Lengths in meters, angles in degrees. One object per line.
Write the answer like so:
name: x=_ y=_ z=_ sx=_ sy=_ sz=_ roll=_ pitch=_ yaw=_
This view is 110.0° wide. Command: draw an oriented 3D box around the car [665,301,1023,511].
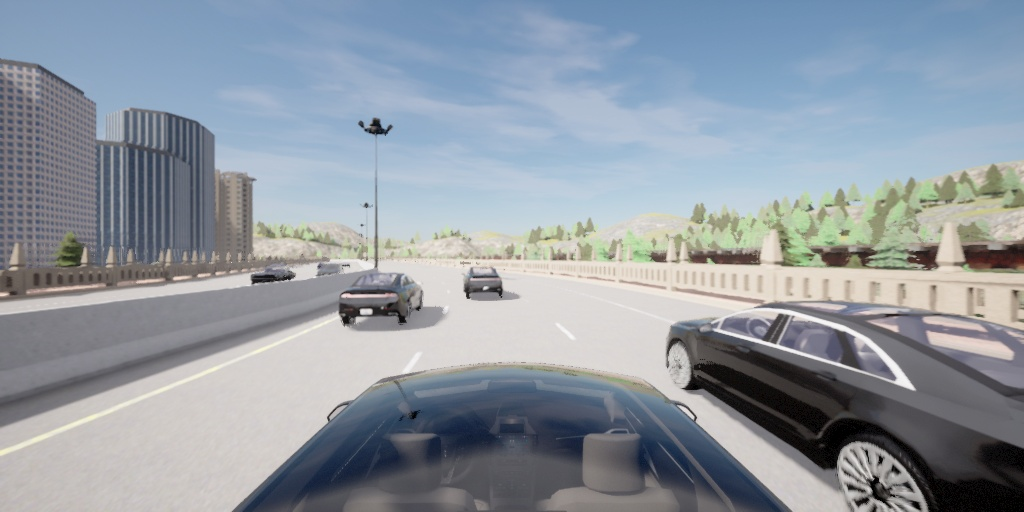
car: x=3.406 y=1.230 z=3.885 sx=2.128 sy=1.511 sz=4.902 roll=0 pitch=0 yaw=-1

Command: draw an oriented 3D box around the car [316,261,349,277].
car: x=-15.857 y=1.424 z=31.556 sx=1.837 sy=1.490 sz=4.892 roll=0 pitch=-1 yaw=-19

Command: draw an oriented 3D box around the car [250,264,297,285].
car: x=-18.167 y=1.520 z=27.484 sx=1.895 sy=1.301 sz=4.718 roll=0 pitch=0 yaw=-17

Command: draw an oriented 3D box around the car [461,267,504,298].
car: x=-1.609 y=1.299 z=18.917 sx=2.128 sy=1.511 sz=4.902 roll=0 pitch=0 yaw=-10

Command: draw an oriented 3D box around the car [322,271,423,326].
car: x=-4.157 y=1.293 z=11.998 sx=2.128 sy=1.511 sz=4.902 roll=0 pitch=0 yaw=-6
